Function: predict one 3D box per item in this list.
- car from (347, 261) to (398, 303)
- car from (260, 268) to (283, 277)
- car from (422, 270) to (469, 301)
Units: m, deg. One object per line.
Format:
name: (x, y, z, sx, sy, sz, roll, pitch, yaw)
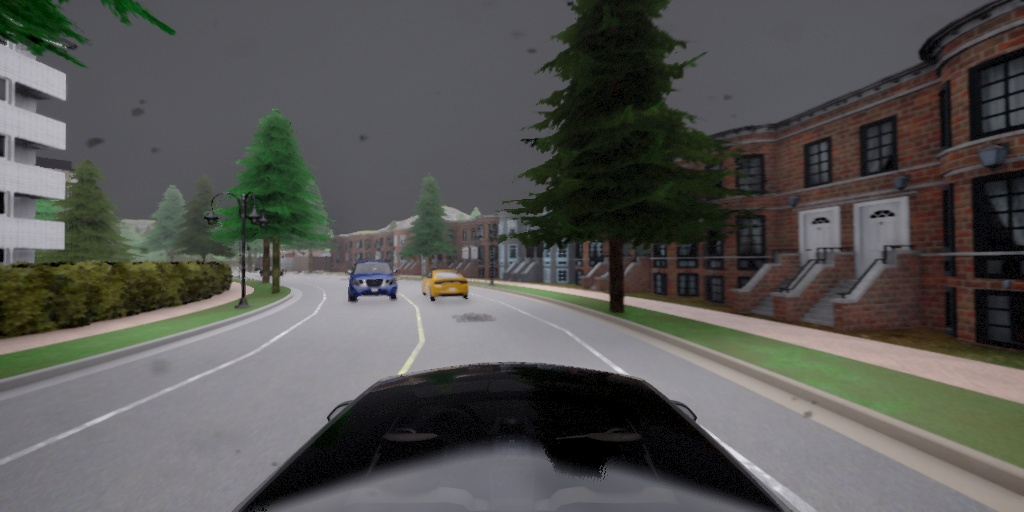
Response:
car: (-7.471, 1.272, 19.164, 2.150, 2.045, 5.566, 0, -1, -24)
car: (-33.826, 2.290, 50.447, 4.718, 1.301, 1.895, -1, -1, 43)
car: (-3.750, 1.506, 19.622, 1.882, 1.535, 5.008, 0, -1, -21)
